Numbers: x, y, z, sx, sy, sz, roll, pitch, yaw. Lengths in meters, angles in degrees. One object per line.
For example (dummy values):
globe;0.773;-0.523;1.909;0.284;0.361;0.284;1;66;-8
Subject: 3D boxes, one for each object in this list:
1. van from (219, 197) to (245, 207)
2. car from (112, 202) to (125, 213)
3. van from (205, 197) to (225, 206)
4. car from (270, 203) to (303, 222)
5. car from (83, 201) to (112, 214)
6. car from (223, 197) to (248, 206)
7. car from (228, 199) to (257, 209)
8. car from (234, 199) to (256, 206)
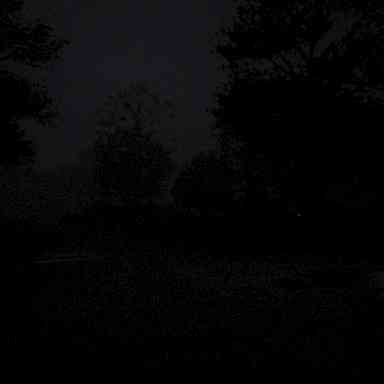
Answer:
van;6.545;1.920;58.367;1.878;1.987;4.442;1;-1;-36
car;-10.302;2.144;46.172;2.002;1.452;4.674;0;0;-36
van;4.893;2.013;71.995;1.878;1.987;4.442;1;-1;-36
car;9.302;2.120;32.759;1.882;1.535;5.008;3;-3;-35
car;-12.852;1.992;44.287;2.185;1.767;4.553;0;0;-35
car;9.868;2.109;75.682;2.435;2.045;5.566;1;-1;-36
car;8.989;2.177;59.749;1.946;1.575;5.366;1;-1;-36
car;12.212;2.433;77.409;2.097;1.535;5.008;2;-1;-36
